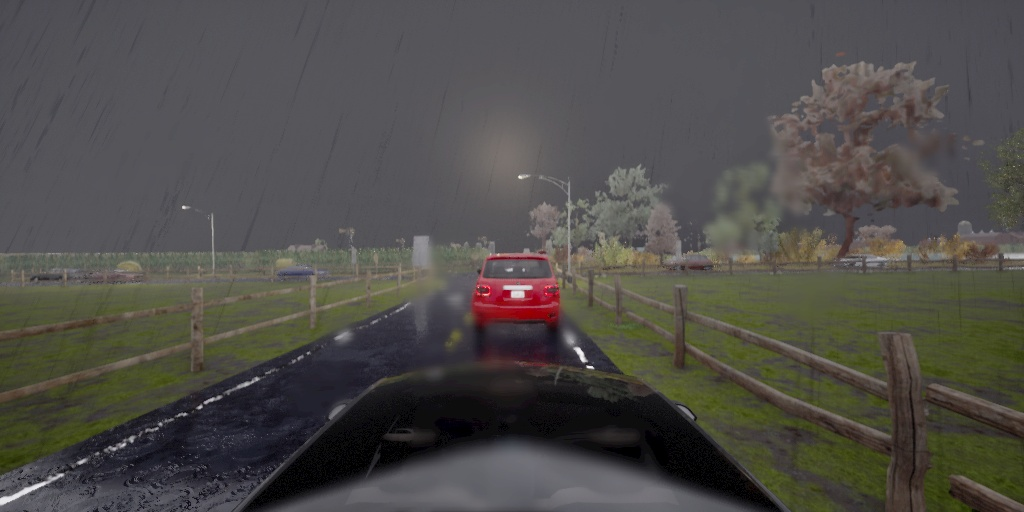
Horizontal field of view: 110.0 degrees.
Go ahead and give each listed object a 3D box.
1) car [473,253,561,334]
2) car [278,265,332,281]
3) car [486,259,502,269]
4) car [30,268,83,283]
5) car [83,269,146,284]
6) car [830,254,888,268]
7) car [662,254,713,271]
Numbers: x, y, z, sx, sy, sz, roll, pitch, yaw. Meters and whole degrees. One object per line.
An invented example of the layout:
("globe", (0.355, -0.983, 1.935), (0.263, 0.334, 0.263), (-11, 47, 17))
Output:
("car", (0.117, 0.947, 10.690), (2.150, 2.045, 5.566), (0, 0, 0))
("car", (-19.446, 1.545, 33.718), (4.674, 1.442, 1.812), (-1, 0, 1))
("car", (-2.666, 1.150, 53.223), (2.128, 1.511, 4.902), (0, 0, 0))
("car", (-46.911, 2.024, 37.228), (4.902, 1.511, 2.128), (-1, 0, 2))
("car", (-37.345, 1.921, 34.125), (4.181, 1.385, 1.994), (-1, 0, 1))
("car", (34.250, 0.578, 35.453), (4.674, 1.442, 1.812), (-1, 0, 1))
("car", (17.431, 0.694, 35.844), (4.553, 1.767, 2.097), (-1, 0, 1))
